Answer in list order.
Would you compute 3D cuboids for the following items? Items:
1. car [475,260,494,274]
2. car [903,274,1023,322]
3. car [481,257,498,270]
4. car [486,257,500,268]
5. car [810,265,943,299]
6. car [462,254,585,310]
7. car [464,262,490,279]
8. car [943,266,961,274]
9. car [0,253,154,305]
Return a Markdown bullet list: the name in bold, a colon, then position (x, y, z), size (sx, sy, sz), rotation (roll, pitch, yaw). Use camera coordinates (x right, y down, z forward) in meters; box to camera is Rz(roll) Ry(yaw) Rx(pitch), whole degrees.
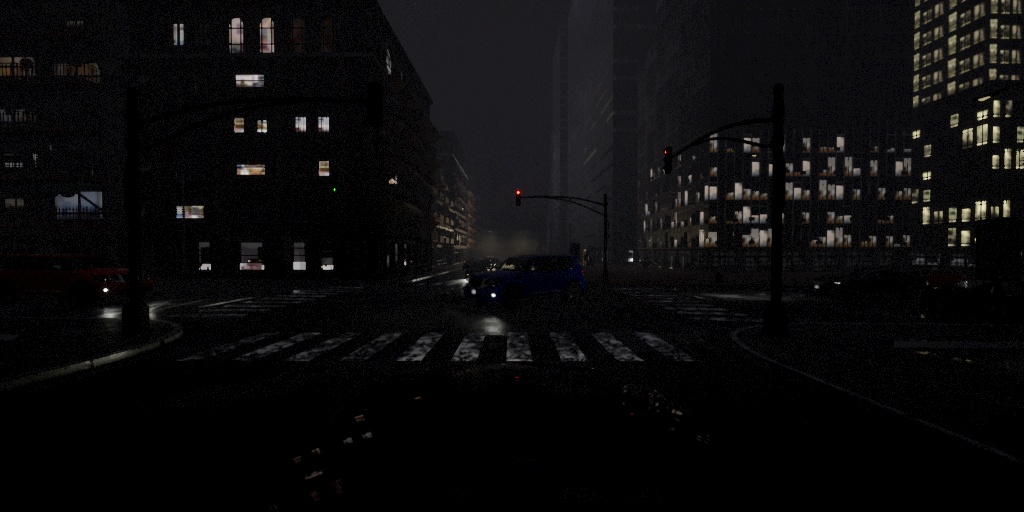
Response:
- **car**: position (-3.131, 1.220, 41.572), size (1.837, 1.490, 4.892), rotation (0, 0, 0)
- **car**: position (16.706, 1.445, 12.200), size (4.403, 1.370, 2.007), rotation (0, 0, 1)
- **car**: position (-3.126, 1.054, 50.808), size (2.097, 1.767, 4.553), rotation (0, 0, 0)
- **car**: position (-3.111, 1.037, 60.716), size (2.097, 1.767, 4.553), rotation (0, 0, 0)
- **car**: position (17.875, 1.298, 18.093), size (4.902, 1.511, 2.128), rotation (0, 1, 1)
- **car**: position (0.705, 0.965, 14.999), size (5.566, 2.045, 2.150), rotation (0, -1, -39)
- **car**: position (-3.117, 1.290, 32.834), size (1.994, 1.385, 4.181), rotation (0, 0, 0)
- **car**: position (23.357, 1.230, 20.753), size (4.097, 1.591, 1.967), rotation (0, 0, 1)
- **car**: position (-18.852, 0.911, 15.359), size (5.566, 2.045, 2.150), rotation (0, 1, 1)
